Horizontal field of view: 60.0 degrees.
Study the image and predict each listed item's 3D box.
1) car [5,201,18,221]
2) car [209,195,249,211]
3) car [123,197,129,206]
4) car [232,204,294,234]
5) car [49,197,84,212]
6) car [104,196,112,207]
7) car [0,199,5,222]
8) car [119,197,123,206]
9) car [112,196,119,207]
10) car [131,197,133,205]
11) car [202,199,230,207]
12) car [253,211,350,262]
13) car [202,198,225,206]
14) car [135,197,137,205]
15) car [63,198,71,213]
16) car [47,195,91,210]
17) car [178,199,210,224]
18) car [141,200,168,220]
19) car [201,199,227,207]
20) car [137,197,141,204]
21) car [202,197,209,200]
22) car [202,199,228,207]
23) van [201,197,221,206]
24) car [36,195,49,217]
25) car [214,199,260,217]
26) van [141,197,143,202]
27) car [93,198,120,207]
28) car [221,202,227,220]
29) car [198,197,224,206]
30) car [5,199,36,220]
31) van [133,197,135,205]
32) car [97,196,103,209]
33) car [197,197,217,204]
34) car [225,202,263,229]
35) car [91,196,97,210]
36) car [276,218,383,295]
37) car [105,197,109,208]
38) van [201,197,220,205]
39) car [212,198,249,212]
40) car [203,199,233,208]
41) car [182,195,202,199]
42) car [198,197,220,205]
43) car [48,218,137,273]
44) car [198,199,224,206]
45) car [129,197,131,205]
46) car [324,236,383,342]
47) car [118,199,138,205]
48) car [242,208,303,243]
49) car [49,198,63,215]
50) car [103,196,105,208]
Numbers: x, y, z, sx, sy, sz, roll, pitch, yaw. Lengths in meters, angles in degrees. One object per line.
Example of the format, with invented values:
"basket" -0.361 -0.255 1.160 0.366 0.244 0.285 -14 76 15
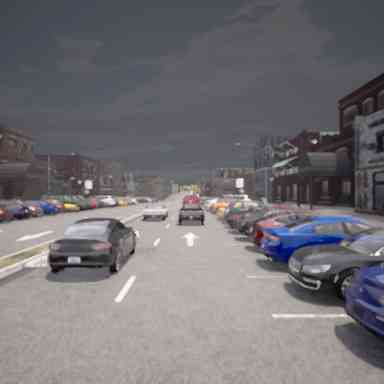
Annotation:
"car" -15.843 1.578 24.499 4.674 1.452 2.002 0 0 0
"car" 4.468 1.461 35.357 4.553 1.767 2.185 0 0 0
"car" -16.381 2.193 68.589 5.366 1.575 1.946 0 -1 0
"car" 4.611 1.512 15.906 4.892 1.521 2.231 0 0 0
"car" -15.769 1.611 38.284 5.366 1.575 1.946 0 0 0
"car" -16.117 1.751 54.811 4.553 1.767 2.185 0 -1 0
"car" -15.852 1.275 21.742 5.566 2.045 2.435 0 0 0
"car" -16.102 1.754 60.325 5.566 2.045 2.435 0 -1 0
"car" -16.137 1.690 57.568 5.566 2.045 2.435 0 -1 0
"car" -16.237 2.357 74.104 4.674 1.452 2.002 0 -1 0
"car" 4.355 1.998 60.346 4.892 1.521 2.231 0 -1 0
"car" 4.646 1.496 10.223 5.008 1.535 2.097 0 0 0
"car" 4.330 2.067 68.685 4.553 1.767 2.185 0 -1 0
"car" -16.315 2.307 79.623 4.553 1.767 2.185 0 -1 0
"car" -15.930 1.635 35.525 4.674 1.452 2.002 0 0 0
"car" -15.948 1.392 41.038 5.566 2.045 2.435 0 -1 0
"car" -0.048 1.553 25.187 2.128 1.511 4.902 0 0 0
"car" -3.073 1.677 28.988 1.895 1.301 4.718 0 0 0
"car" 4.310 2.129 65.904 5.008 1.535 2.097 0 -1 0
"car" -16.277 2.236 82.384 5.566 2.045 2.435 0 -1 0
"car" 4.585 1.800 51.889 5.366 1.575 1.946 0 -1 0
"car" 4.361 2.093 63.124 4.792 1.488 2.163 0 -1 0
"van" 4.366 2.151 77.024 4.442 1.987 1.878 0 -1 0
"car" -15.920 1.439 30.013 4.553 1.767 2.185 0 0 0
"car" 4.736 1.545 26.898 5.366 1.575 1.946 0 0 0
"van" -16.488 2.416 90.657 4.442 1.987 1.878 0 -1 0
"car" -16.121 1.944 63.079 4.553 1.767 2.185 0 -1 0
"car" 4.554 1.558 21.464 4.792 1.488 2.163 0 0 0
"car" 4.235 2.063 74.126 5.566 2.045 2.435 0 -1 0
"car" -15.896 1.581 27.255 4.792 1.488 2.163 0 0 0
"van" -16.145 2.150 76.869 4.442 1.987 1.878 0 -1 0
"car" -15.992 1.467 46.548 5.566 2.045 2.435 0 -1 0
"car" 4.214 2.443 93.694 5.566 2.045 2.435 0 -1 0
"car" 4.606 1.519 18.686 5.008 1.535 2.097 0 0 0
"car" -15.970 1.424 43.795 5.566 2.045 2.435 0 -1 0
"car" 4.674 1.492 7.444 4.892 1.521 2.231 0 0 0
"car" -16.093 1.849 52.051 4.792 1.488 2.163 0 -1 0
"van" 4.355 2.206 79.678 4.442 1.987 1.878 0 -1 0
"car" 4.540 1.561 29.677 4.892 1.521 2.231 0 0 0
"car" 4.371 1.928 57.443 5.008 1.535 2.097 0 -1 0
"car" -0.157 1.397 43.032 2.150 2.045 5.566 0 -1 0
"car" 4.241 2.292 85.359 5.566 2.045 2.435 0 -1 0
"car" -2.962 1.543 10.627 1.812 1.442 4.674 0 0 0
"car" 4.097 2.251 71.336 5.366 1.575 1.946 0 -1 0
"car" -16.403 2.255 71.348 5.366 1.575 1.946 0 -1 0
"car" 4.682 1.527 4.790 4.674 1.452 2.002 0 0 0
"car" -16.298 2.570 85.135 4.792 1.488 2.163 0 -1 0
"car" 4.663 1.532 13.128 4.792 1.488 2.163 0 0 0
"car" -15.906 1.577 32.771 5.008 1.535 2.097 0 0 0
"car" -16.037 1.763 49.300 5.008 1.535 2.097 0 -1 0
